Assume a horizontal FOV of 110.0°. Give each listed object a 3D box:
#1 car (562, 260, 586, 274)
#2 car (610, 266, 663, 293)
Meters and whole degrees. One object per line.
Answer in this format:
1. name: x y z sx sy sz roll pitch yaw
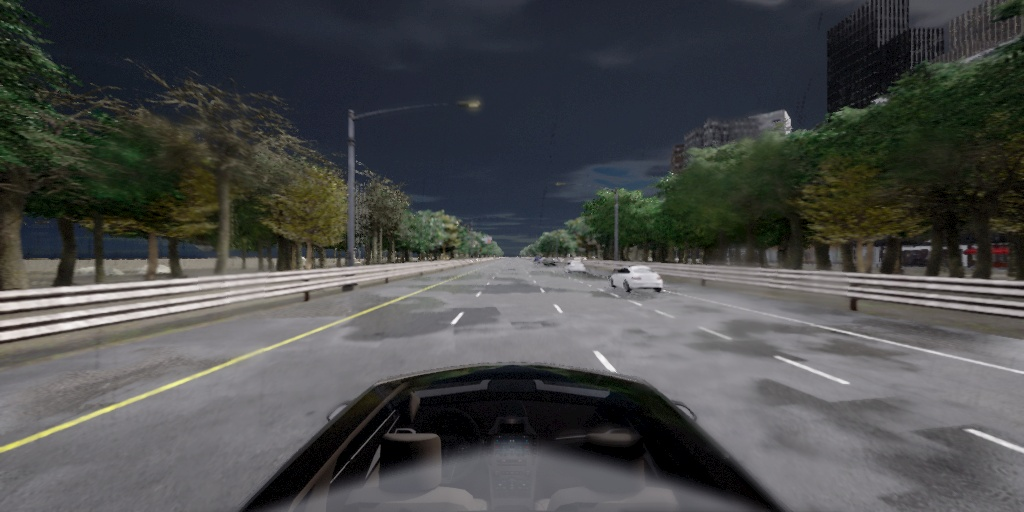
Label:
1. car: 7.072 1.292 40.459 1.812 1.442 4.674 0 0 0
2. car: 7.016 1.284 20.544 1.812 1.442 4.674 0 0 0
